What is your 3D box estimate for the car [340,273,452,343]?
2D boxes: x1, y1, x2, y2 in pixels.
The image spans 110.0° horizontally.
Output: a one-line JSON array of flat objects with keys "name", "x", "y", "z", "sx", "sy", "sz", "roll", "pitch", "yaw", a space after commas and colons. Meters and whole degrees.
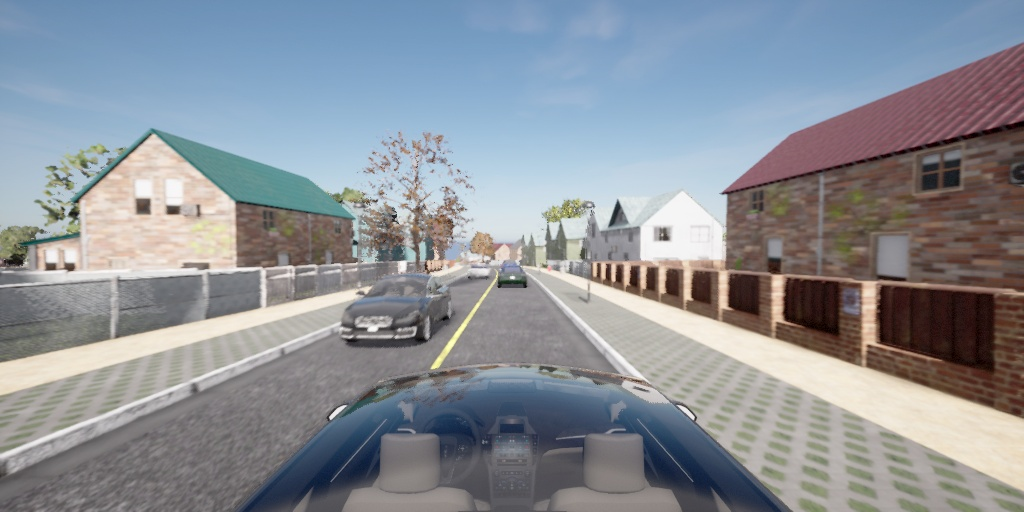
[{"name": "car", "x": -2.838, "y": 1.249, "z": 9.752, "sx": 1.837, "sy": 1.490, "sz": 4.892, "roll": 0, "pitch": 0, "yaw": 0}]

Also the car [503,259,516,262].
[{"name": "car", "x": -0.355, "y": 1.164, "z": 42.706, "sx": 2.097, "sy": 1.767, "sz": 4.553, "roll": 0, "pitch": 0, "yaw": -2}]

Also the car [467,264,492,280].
[{"name": "car", "x": -2.869, "y": 1.382, "z": 32.210, "sx": 1.895, "sy": 1.301, "sz": 4.718, "roll": 0, "pitch": 0, "yaw": 0}]

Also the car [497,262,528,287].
[{"name": "car", "x": 0.035, "y": 1.326, "z": 24.583, "sx": 1.994, "sy": 1.385, "sz": 4.181, "roll": 0, "pitch": 0, "yaw": 0}]
